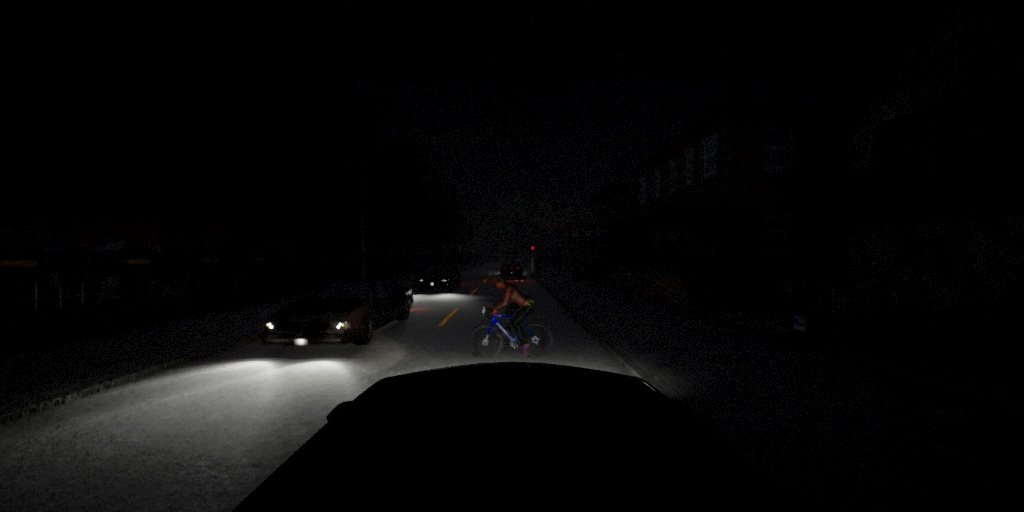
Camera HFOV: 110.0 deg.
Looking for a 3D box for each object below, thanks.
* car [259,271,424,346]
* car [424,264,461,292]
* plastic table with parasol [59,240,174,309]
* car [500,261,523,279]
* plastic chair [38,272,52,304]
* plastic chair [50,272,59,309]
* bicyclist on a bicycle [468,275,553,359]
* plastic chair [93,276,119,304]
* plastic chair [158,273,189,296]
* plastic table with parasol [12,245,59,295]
[{"bbox_3d":[-4.129,1.284,9.659,2.033,1.411,5.357,0,0,0],"label":"car"},{"bbox_3d":[-4.175,1.223,21.121,1.837,1.490,4.892,0,0,0],"label":"car"},{"bbox_3d":[-14.017,0.666,13.014,2.482,2.480,2.482,0,0,-40],"label":"plastic table with parasol"},{"bbox_3d":[-0.034,1.190,31.551,2.128,1.511,4.902,0,0,0],"label":"car"},{"bbox_3d":[-18.601,1.273,14.700,0.750,1.272,0.730,0,0,-40],"label":"plastic chair"},{"bbox_3d":[-15.033,1.254,12.271,0.730,1.272,0.750,0,0,-40],"label":"plastic chair"},{"bbox_3d":[-0.042,1.186,6.909,1.656,1.620,0.582,-2,0,0],"label":"bicyclist on a bicycle"},{"bbox_3d":[-13.257,1.273,11.992,0.750,1.272,0.730,0,0,-39],"label":"plastic chair"},{"bbox_3d":[-13.048,1.296,13.919,0.730,1.272,0.750,0,0,-35],"label":"plastic chair"},{"bbox_3d":[-19.350,0.673,15.727,2.482,2.480,2.482,0,0,-40],"label":"plastic table with parasol"}]
